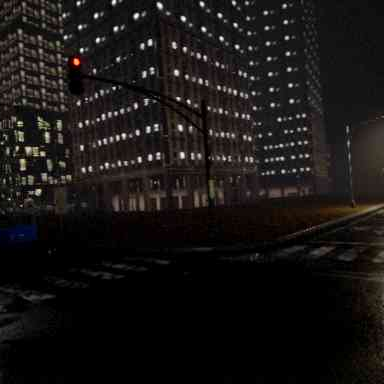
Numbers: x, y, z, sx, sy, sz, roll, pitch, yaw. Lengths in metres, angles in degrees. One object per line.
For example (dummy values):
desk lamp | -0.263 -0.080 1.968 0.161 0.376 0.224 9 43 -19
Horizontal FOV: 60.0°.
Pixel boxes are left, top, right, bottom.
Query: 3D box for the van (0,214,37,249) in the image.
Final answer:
van | -10.211 2.113 18.488 3.998 1.788 1.690 -4 -1 41
